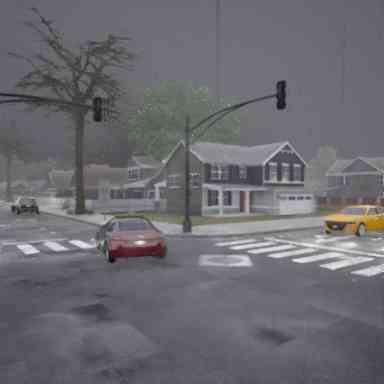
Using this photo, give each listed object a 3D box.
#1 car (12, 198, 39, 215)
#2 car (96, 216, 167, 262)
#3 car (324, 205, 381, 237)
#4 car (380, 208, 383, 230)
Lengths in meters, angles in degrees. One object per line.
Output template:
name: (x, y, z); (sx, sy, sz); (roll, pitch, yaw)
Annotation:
car: (-17.610, 1.410, 35.071); (2.097, 1.767, 4.553); (0, 0, -35)
car: (-2.349, 1.566, 12.324); (1.994, 1.385, 4.181); (0, 0, -21)
car: (9.212, 1.471, 18.234); (5.008, 1.535, 1.882); (0, 0, -36)
car: (11.068, 1.498, 15.558); (4.892, 1.490, 1.837); (0, 0, -35)
